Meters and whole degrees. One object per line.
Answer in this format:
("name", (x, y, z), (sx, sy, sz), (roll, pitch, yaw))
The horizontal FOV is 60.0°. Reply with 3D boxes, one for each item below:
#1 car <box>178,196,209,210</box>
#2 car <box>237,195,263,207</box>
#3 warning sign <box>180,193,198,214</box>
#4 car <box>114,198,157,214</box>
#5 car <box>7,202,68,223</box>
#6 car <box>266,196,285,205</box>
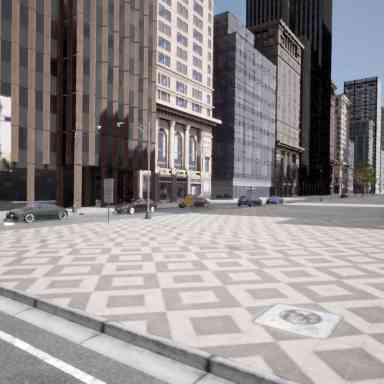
("car", (0.211, 1.333, 41.419), (1.837, 1.490, 4.892), (1, 1, 36))
("car", (8.342, 1.193, 47.469), (2.097, 1.767, 4.553), (1, 1, 36))
("warning sign", (-0.265, 1.077, 30.688), (1.300, 1.860, 1.060), (1, 1, 35))
("car", (-5.555, 1.372, 33.284), (1.837, 1.490, 4.892), (1, 1, 35))
("car", (-11.470, 1.471, 24.932), (1.994, 1.385, 4.181), (1, 1, 35))
("car", (13.943, 1.363, 55.474), (1.994, 1.385, 4.181), (1, 1, 35))
